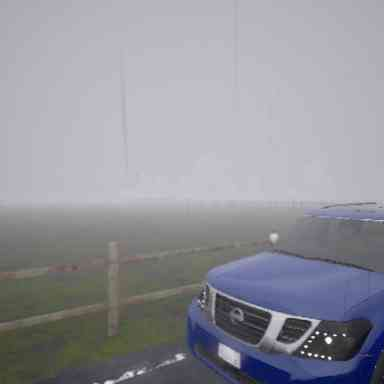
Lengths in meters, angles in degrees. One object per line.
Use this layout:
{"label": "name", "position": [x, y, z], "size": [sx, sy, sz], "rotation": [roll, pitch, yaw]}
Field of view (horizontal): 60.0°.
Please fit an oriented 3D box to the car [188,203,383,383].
{"label": "car", "position": [2.606, 1.213, 4.808], "size": [5.566, 2.045, 2.150], "rotation": [0, 0, -36]}
